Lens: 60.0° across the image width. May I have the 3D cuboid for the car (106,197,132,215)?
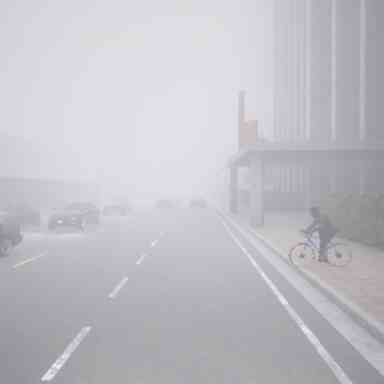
[{"bbox_3d":[-6.643,1.223,29.971,1.812,1.442,4.674,0,1,1],"label":"car"}]

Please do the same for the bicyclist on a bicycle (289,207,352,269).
[{"bbox_3d":[3.372,1.214,8.722,1.656,1.620,0.582,0,1,1],"label":"bicyclist on a bicycle"}]

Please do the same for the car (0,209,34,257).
[{"bbox_3d":[-6.978,1.448,9.577,2.033,1.411,5.357,0,1,1],"label":"car"}]

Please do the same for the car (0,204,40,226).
[{"bbox_3d":[-10.323,1.371,18.822,1.994,1.385,4.181,0,1,2],"label":"car"}]

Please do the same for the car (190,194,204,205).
[{"bbox_3d":[0.803,1.074,49.120,1.994,1.385,4.181,0,1,1],"label":"car"}]

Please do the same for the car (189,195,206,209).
[{"bbox_3d":[0.652,1.214,38.743,1.895,1.301,4.718,0,1,1],"label":"car"}]

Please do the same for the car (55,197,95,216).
[{"bbox_3d":[-10.158,1.228,29.356,1.812,1.442,4.674,0,1,1],"label":"car"}]

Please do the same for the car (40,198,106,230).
[{"bbox_3d":[-6.823,1.304,19.696,1.837,1.490,4.892,0,1,1],"label":"car"}]

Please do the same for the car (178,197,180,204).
[{"bbox_3d":[-2.782,1.016,47.459,2.128,1.511,4.902,0,0,1],"label":"car"}]

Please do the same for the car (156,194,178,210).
[{"bbox_3d":[-2.899,1.153,37.191,1.812,1.442,4.674,0,1,1],"label":"car"}]
